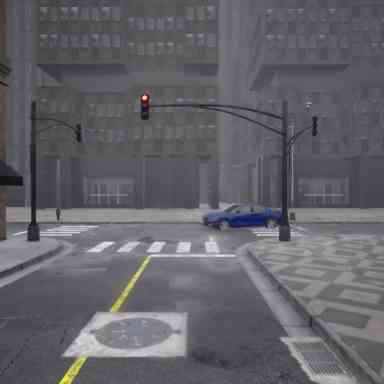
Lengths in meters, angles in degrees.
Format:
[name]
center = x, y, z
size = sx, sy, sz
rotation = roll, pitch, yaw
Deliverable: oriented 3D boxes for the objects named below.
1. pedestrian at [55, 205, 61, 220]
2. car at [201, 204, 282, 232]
[pedestrian]
center = -9.825, 1.533, 24.453
size = 0.500, 1.100, 0.500
rotation = 0, 0, 1
[car]
center = 3.029, 1.470, 20.012
size = 5.008, 1.535, 1.882
rotation = 0, 0, -17
